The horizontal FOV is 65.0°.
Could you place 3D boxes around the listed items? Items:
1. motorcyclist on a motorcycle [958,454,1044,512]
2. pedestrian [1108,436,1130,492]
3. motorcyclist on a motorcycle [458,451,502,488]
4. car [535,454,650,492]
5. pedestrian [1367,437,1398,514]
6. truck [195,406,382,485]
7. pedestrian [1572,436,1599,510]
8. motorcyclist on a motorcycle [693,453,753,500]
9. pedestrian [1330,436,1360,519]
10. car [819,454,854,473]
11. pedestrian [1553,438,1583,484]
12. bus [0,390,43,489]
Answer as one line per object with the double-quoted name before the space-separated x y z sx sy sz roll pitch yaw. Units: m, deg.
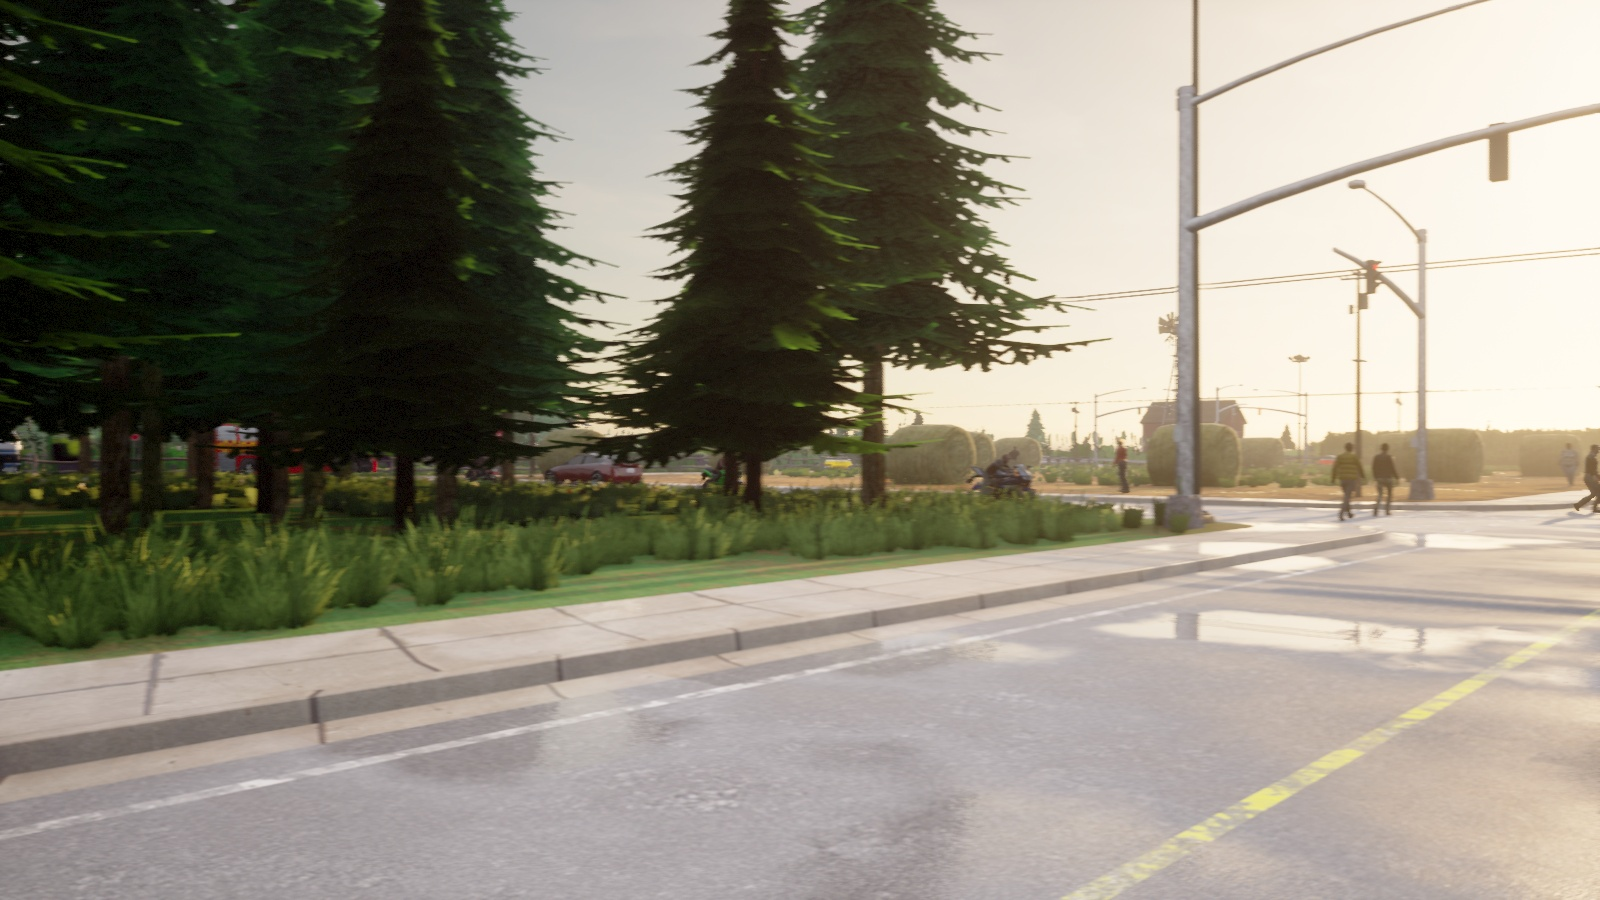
"motorcyclist on a motorcycle" 5.488 0.869 34.341 2.191 1.530 0.866 0 0 42
"pedestrian" 10.595 0.475 41.683 0.636 1.846 0.331 0 0 44
"motorcyclist on a motorcycle" -14.521 0.872 56.938 2.350 1.649 0.766 0 0 42
"car" -8.561 0.898 51.606 4.792 1.488 2.163 0 0 42
"pedestrian" 14.021 0.602 30.229 0.703 1.840 0.431 0 0 -44
"truck" -26.192 -0.224 64.697 2.891 3.827 8.468 0 0 45
"pedestrian" 19.850 0.574 31.566 0.720 1.854 0.376 0 0 33
"motorcyclist on a motorcycle" -2.555 0.847 41.536 2.044 1.523 0.797 0 0 42
"pedestrian" 12.209 0.599 28.150 0.726 1.835 0.370 0 0 -45
"car" 2.722 0.986 94.012 1.481 1.376 2.207 0 0 45
"pedestrian" 31.123 0.434 50.913 0.874 1.855 0.900 0 0 43
"bus" -38.106 -0.452 52.619 3.944 4.253 10.273 0 0 44
